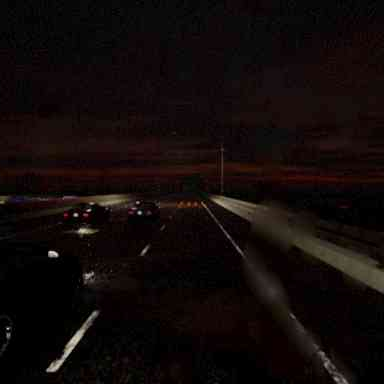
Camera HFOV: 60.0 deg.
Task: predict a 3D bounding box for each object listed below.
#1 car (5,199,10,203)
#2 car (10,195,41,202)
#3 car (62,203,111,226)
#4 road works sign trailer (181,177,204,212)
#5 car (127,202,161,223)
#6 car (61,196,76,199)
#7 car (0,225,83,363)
[{"bbox_3d":[-24.526,1.215,47.145,1.812,1.442,4.674,0,0,0],"label":"car"},{"bbox_3d":[-21.046,1.318,43.165,1.895,1.301,4.718,0,0,0],"label":"car"},{"bbox_3d":[-6.882,1.406,22.201,2.033,1.411,5.357,0,0,0],"label":"car"},{"bbox_3d":[0.031,0.234,35.469,2.380,3.560,2.880,0,0,0],"label":"road works sign trailer"},{"bbox_3d":[-3.379,1.394,24.028,2.033,1.411,5.357,0,0,0],"label":"car"},{"bbox_3d":[-17.531,1.254,47.274,1.994,1.385,4.181,0,0,0],"label":"car"},{"bbox_3d":[-3.395,1.528,5.694,1.994,1.385,4.181,0,0,0],"label":"car"}]
